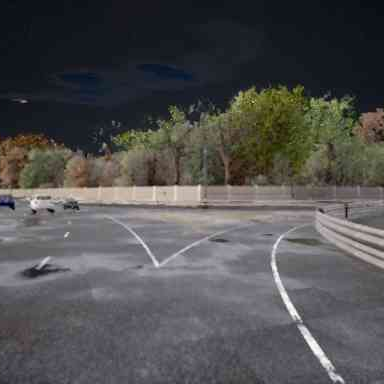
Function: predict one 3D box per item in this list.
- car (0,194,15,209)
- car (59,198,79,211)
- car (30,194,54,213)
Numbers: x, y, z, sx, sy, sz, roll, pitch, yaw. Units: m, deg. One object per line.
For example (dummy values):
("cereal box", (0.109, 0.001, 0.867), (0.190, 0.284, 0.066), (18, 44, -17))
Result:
("car", (-25.561, 1.303, 45.227), (2.150, 2.045, 5.566), (1, 0, -35))
("car", (-15.806, 1.590, 42.743), (1.837, 1.490, 4.892), (1, -1, -30))
("car", (-17.321, 1.295, 38.405), (2.150, 2.045, 5.566), (0, 0, -29))
